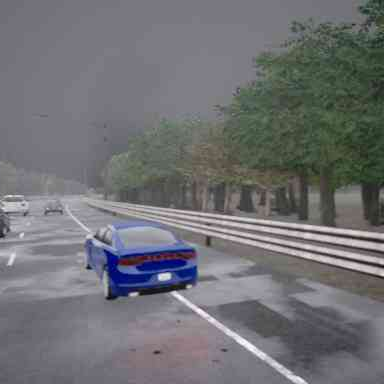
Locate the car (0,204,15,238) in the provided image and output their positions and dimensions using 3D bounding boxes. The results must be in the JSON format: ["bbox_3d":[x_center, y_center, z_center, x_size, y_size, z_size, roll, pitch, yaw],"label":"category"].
[{"bbox_3d":[-10.925,1.602,17.917,1.837,1.490,4.892,0,0,-24],"label":"car"}]

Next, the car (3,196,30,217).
[{"bbox_3d":[-17.775,1.393,33.678,2.150,2.045,5.566,0,0,-23],"label":"car"}]

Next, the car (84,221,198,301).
[{"bbox_3d":[-1.591,1.498,8.663,1.882,1.535,5.008,0,0,-25],"label":"car"}]

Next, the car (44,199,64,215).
[{"bbox_3d":[-14.931,1.702,35.904,2.033,1.411,5.357,0,0,-22],"label":"car"}]

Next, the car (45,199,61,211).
[{"bbox_3d":[-18.927,1.727,45.461,1.812,1.442,4.674,0,0,-21],"label":"car"}]
